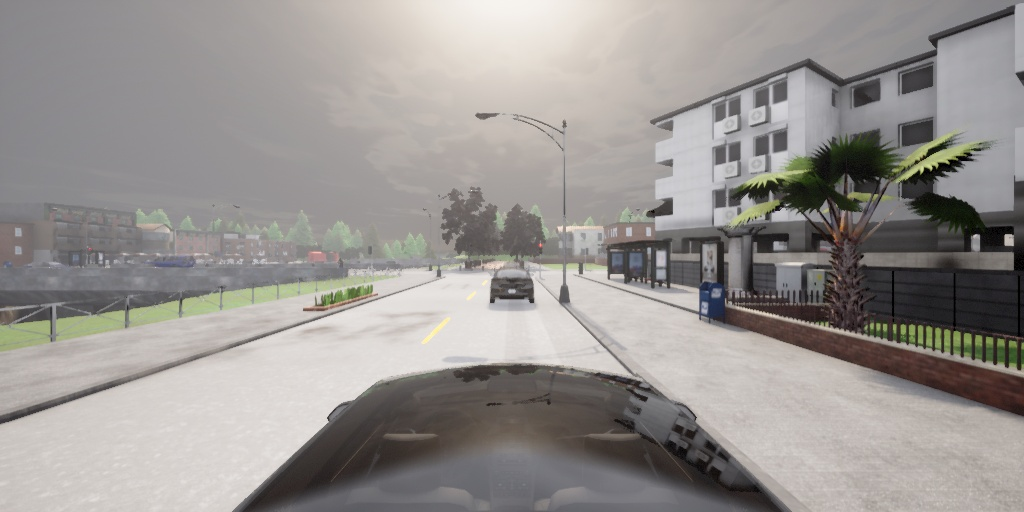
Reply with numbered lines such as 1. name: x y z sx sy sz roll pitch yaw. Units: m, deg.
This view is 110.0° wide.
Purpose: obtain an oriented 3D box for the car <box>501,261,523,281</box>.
1. car: 0.000 1.265 31.500 1.837 1.490 4.892 0 0 0

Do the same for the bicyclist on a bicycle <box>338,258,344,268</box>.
1. bicyclist on a bicycle: -23.434 1.097 49.035 0.582 1.620 1.656 0 0 0

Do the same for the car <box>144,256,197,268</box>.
1. car: -42.661 1.006 44.726 5.566 2.045 2.150 0 0 0

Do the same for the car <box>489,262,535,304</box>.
1. car: 0.000 1.234 16.500 1.882 1.535 5.008 0 0 0
